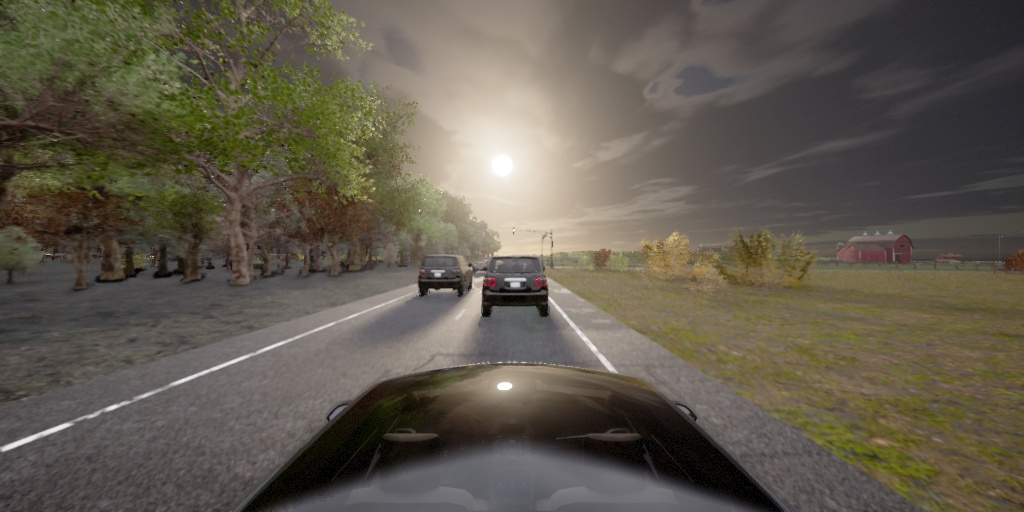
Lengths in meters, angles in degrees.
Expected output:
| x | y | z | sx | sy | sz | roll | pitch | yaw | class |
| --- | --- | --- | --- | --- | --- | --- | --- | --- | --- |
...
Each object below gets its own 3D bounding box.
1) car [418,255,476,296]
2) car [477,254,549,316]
| x | y | z | sx | sy | sz | roll | pitch | yaw | class |
| --- | --- | --- | --- | --- | --- | --- | --- | --- | --- |
| -3.398 | 0.946 | 19.096 | 2.150 | 2.045 | 5.566 | 0 | 0 | 0 | car |
| 0.101 | 0.954 | 13.376 | 2.150 | 2.045 | 5.566 | 0 | 0 | 0 | car |
